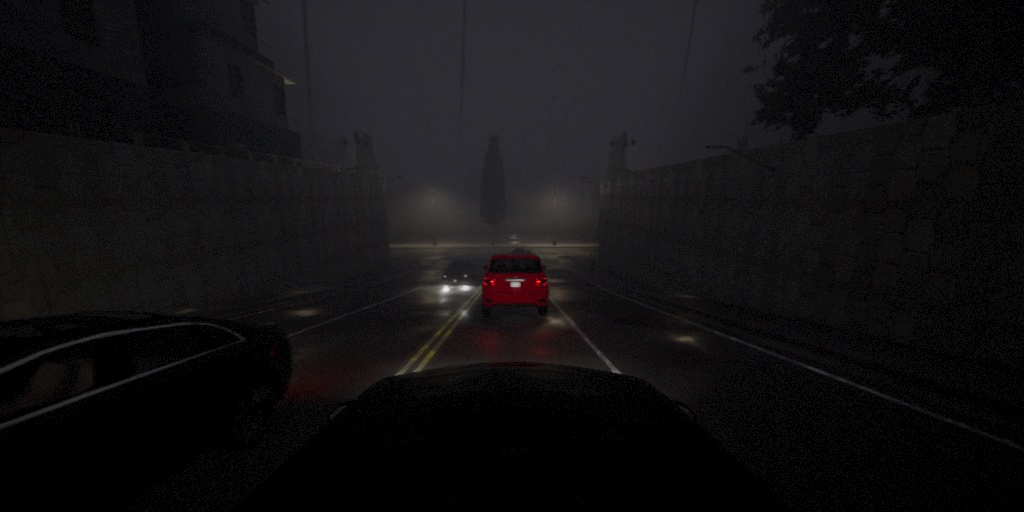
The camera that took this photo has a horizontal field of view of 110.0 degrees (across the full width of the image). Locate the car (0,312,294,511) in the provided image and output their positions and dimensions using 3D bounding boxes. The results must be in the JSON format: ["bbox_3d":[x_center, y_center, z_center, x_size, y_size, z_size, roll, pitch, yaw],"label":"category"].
[{"bbox_3d":[-3.597,1.241,2.388,2.128,1.511,4.902,0,0,0],"label":"car"}]

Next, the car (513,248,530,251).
[{"bbox_3d":[0.955,-0.184,38.983,1.994,1.385,4.181,3,9,18],"label":"car"}]

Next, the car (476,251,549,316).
[{"bbox_3d":[0.104,0.934,13.271,2.150,2.045,5.566,0,0,0],"label":"car"}]

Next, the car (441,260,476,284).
[{"bbox_3d":[-3.517,0.997,24.860,2.033,1.411,5.357,0,4,0],"label":"car"}]
